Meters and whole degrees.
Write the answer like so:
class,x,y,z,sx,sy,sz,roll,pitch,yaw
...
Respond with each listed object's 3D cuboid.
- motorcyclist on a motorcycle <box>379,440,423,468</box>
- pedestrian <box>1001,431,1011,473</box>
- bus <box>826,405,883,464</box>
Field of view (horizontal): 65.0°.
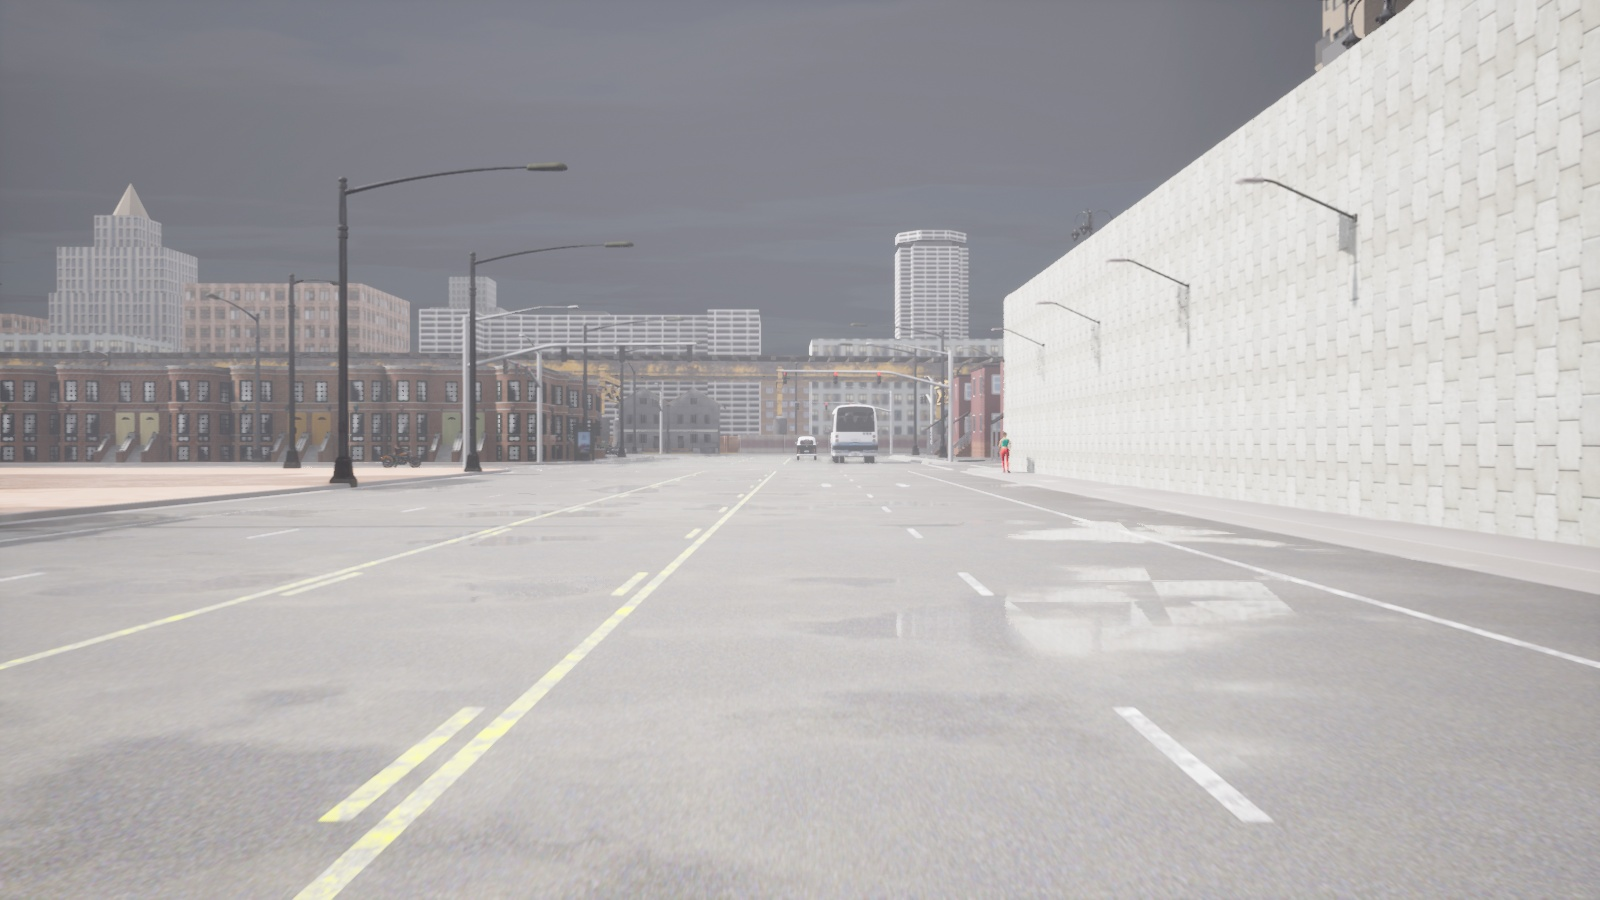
class,x,y,z,sx,sy,sz,roll,pitch,yaw
motorcyclist on a motorcycle,-23.753,0.255,74.741,2.350,1.649,0.766,0,0,0
pedestrian,9.073,0.096,55.389,0.345,1.836,0.594,0,0,1
bus,4.036,-1.168,95.696,3.944,4.253,10.273,0,0,0
